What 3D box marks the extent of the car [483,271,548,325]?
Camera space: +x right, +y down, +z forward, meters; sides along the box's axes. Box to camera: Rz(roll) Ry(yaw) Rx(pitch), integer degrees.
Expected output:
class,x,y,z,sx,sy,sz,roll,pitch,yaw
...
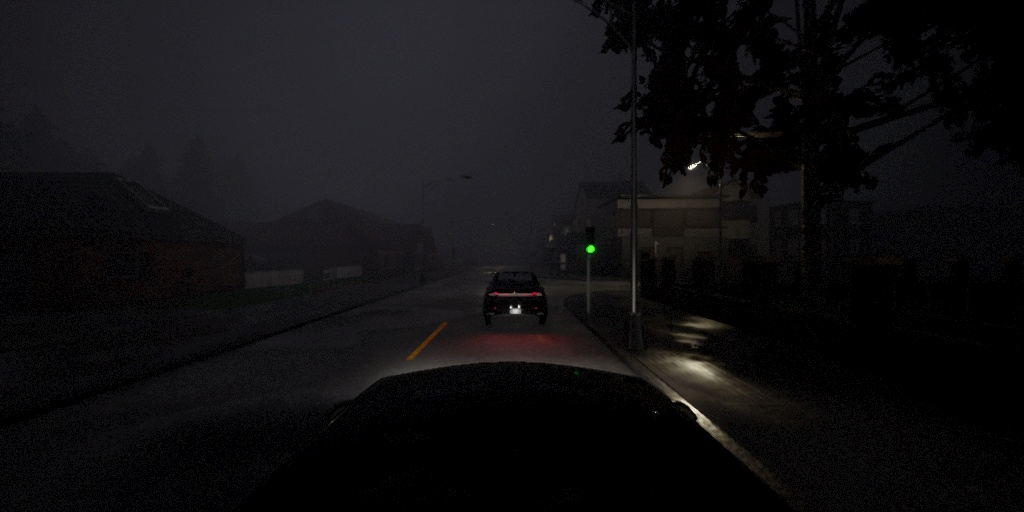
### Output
class,x,y,z,sx,sy,sz,roll,pitch,yaw
car,0.098,1.242,11.884,2.128,1.511,4.902,0,0,0
